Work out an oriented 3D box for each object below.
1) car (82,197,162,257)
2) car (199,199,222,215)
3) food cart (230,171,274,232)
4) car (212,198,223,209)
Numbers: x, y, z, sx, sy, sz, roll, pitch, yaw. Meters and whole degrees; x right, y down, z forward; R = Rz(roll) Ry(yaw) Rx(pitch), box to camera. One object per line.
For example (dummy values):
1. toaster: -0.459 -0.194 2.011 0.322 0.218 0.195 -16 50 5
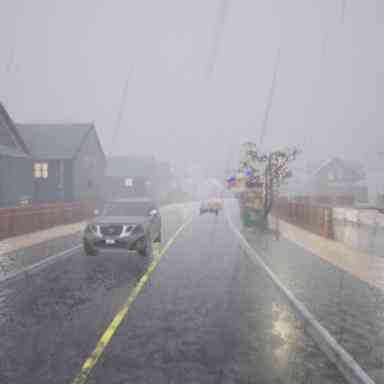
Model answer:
1. car: -2.529 1.254 13.484 2.150 2.045 5.566 0 0 2
2. car: 1.894 1.697 34.912 1.895 1.301 4.718 0 0 7
3. food cart: 3.775 0.533 21.897 2.280 3.560 4.660 1 1 4
4. car: 3.299 1.604 46.155 1.882 1.535 5.008 0 0 9
